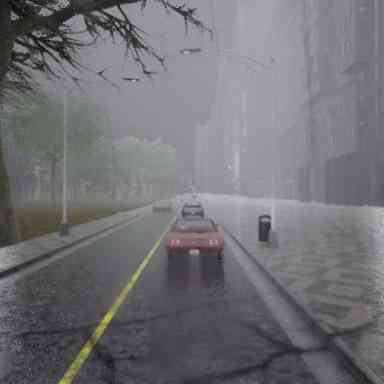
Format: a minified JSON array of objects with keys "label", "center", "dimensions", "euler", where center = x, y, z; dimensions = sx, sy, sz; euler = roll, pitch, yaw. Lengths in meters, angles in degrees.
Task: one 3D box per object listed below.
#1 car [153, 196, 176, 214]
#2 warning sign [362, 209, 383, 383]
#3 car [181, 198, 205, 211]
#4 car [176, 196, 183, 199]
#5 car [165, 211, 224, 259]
[{"label":"car","center":[-3.106,1.525,35.955],"dimensions":[1.882,1.535,5.008],"euler":[0,0,0]},{"label":"warning sign","center":[2.706,1.119,3.467],"dimensions":[1.300,1.860,1.060],"euler":[-1,-1,0]},{"label":"car","center":[0.085,1.527,29.516],"dimensions":[2.128,1.511,4.902],"euler":[0,0,0]},{"label":"car","center":[-3.023,1.448,78.272],"dimensions":[1.812,1.442,4.674],"euler":[0,0,0]},{"label":"car","center":[0.088,1.613,12.691],"dimensions":[1.895,1.301,4.718],"euler":[0,0,0]}]
